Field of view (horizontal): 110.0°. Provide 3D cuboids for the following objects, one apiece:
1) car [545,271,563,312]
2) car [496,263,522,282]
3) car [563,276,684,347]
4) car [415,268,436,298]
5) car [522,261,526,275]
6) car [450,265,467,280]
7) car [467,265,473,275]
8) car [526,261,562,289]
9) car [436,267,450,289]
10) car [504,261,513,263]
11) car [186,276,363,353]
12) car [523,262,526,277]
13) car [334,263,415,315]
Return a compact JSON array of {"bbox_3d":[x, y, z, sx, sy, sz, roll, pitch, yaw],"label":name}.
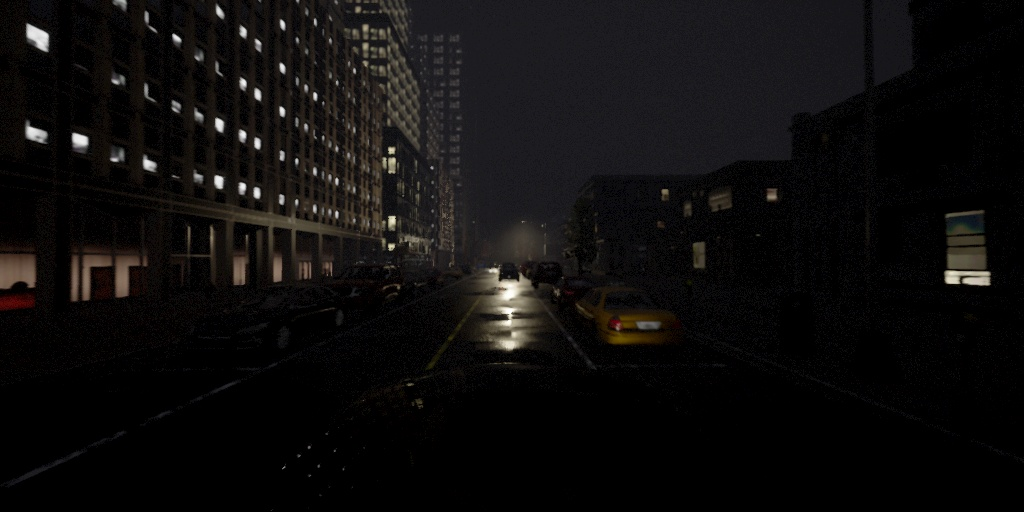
[{"bbox_3d":[2.580,1.454,14.666,1.802,1.307,4.207,0,0,-1],"label":"car"},{"bbox_3d":[-0.256,1.607,33.080,1.812,1.442,4.674,0,0,0],"label":"car"},{"bbox_3d":[2.638,1.339,9.300,1.751,1.417,4.829,0,0,-1],"label":"car"},{"bbox_3d":[-5.861,1.521,20.113,2.007,1.370,4.403,0,0,-1],"label":"car"},{"bbox_3d":[2.276,1.484,42.349,2.192,1.841,5.009,0,0,-1],"label":"car"},{"bbox_3d":[-6.042,1.674,36.552,1.751,1.417,4.829,0,0,-1],"label":"car"},{"bbox_3d":[-6.164,1.836,47.794,1.948,1.339,4.313,0,0,-1],"label":"car"},{"bbox_3d":[2.458,1.304,25.739,2.192,1.841,5.009,0,0,-1],"label":"car"},{"bbox_3d":[-5.922,1.574,25.649,1.888,1.381,4.507,0,0,-1],"label":"car"},{"bbox_3d":[-0.412,1.555,44.296,2.097,1.767,4.553,0,-1,0],"label":"car"},{"bbox_3d":[-5.740,1.405,9.040,2.007,1.370,4.403,0,0,-1],"label":"car"},{"bbox_3d":[2.335,1.634,36.982,1.751,1.417,4.829,0,0,-1],"label":"car"},{"bbox_3d":[-5.801,1.227,14.577,2.192,1.841,5.009,0,0,-1],"label":"car"}]
